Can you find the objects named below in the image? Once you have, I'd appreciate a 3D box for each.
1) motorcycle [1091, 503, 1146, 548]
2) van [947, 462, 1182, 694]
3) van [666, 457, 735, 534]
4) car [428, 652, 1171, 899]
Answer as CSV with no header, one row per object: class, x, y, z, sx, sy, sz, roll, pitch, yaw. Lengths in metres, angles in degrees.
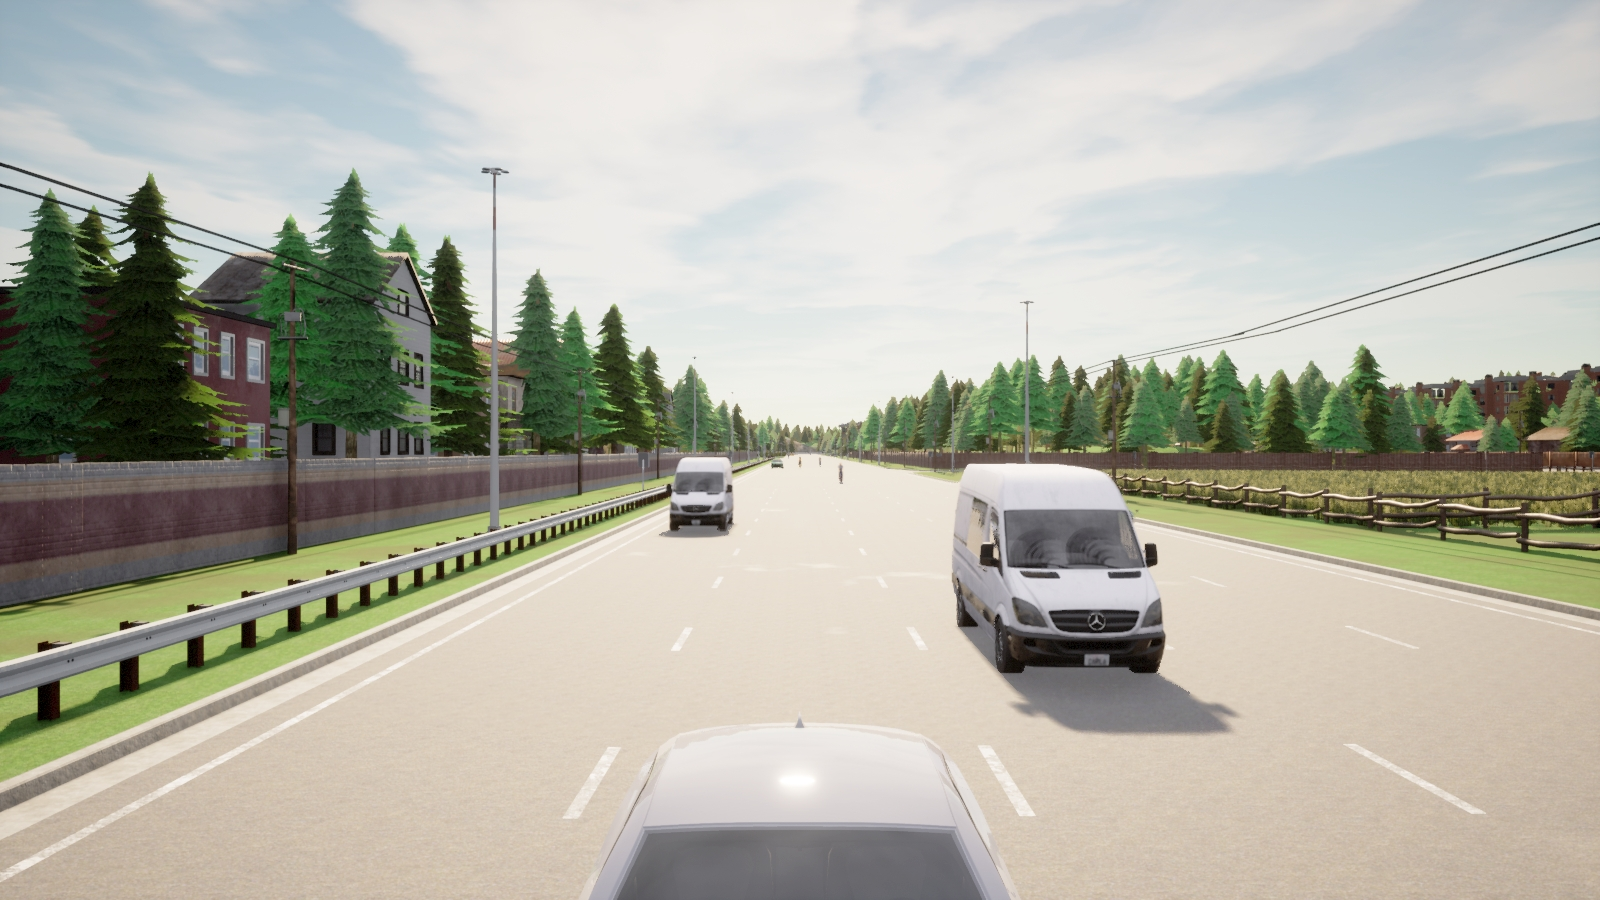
motorcycle,9.411,2.208,33.822,0.803,1.199,2.033,0,0,-9
van,3.493,1.540,16.411,1.988,2.561,5.915,0,1,0
van,-3.510,1.562,41.446,1.988,2.561,5.915,0,0,0
car,-0.001,2.038,4.684,2.097,1.535,5.006,0,0,0
